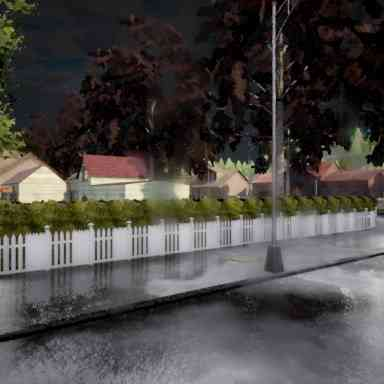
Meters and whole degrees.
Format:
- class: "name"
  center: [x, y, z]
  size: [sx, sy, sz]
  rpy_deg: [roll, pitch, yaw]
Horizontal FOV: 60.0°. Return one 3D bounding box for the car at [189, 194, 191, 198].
- class: "car"
  center: [-2.191, 1.220, 57.456]
  size: [2.150, 2.045, 5.566]
  rpy_deg: [0, 0, -35]
